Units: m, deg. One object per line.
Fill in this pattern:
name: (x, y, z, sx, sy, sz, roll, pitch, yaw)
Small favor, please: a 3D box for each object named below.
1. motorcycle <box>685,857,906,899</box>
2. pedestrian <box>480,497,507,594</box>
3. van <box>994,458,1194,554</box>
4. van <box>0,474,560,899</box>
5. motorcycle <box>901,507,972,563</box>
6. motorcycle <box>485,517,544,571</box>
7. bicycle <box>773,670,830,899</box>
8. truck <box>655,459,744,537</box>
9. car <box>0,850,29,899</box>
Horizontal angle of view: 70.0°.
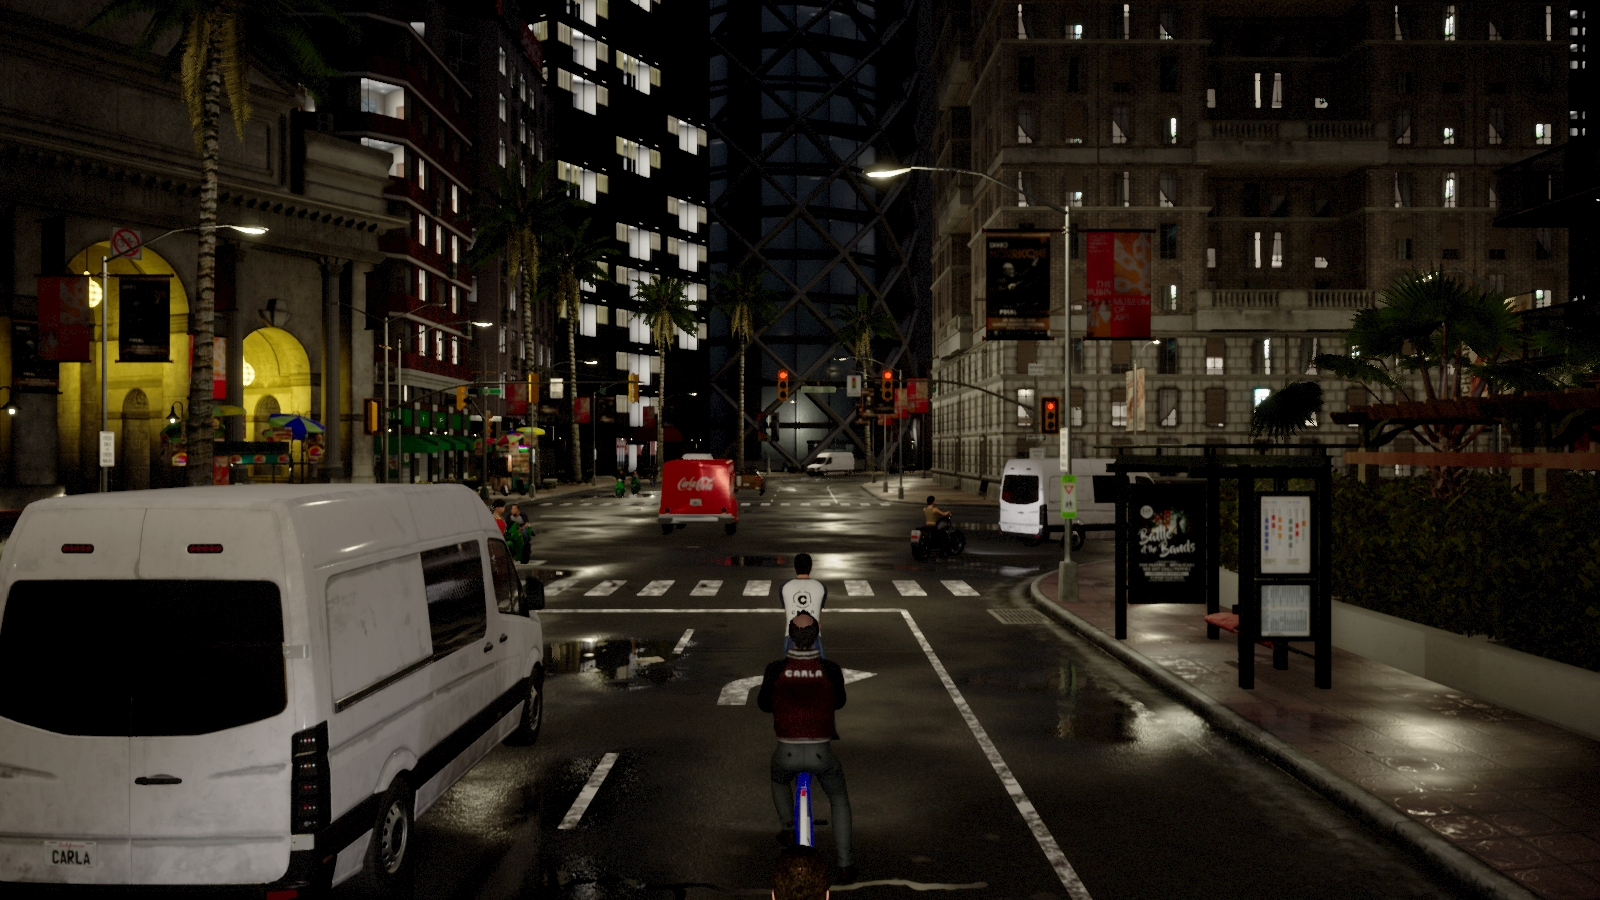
motorcycle: (-0.018, 2.213, 3.585, 0.803, 1.145, 2.033, 0, 0, 0)
pedestrian: (-5.971, 1.849, 22.278, 0.375, 1.860, 0.375, 0, 0, 17)
van: (8.628, 1.533, 33.308, 5.915, 2.561, 1.988, 0, 0, -29)
van: (-3.525, 1.534, 8.973, 1.988, 2.561, 5.915, 0, 0, 0)
motorcycle: (3.566, 2.169, 29.642, 0.764, 1.277, 2.356, 0, 0, 37)
motorcycle: (-6.760, 2.214, 27.124, 0.803, 1.145, 2.033, 0, -1, 3)
bicycle: (0.008, 2.210, 7.501, 0.329, 1.171, 1.835, 0, 0, 0)
truck: (-3.370, 1.571, 39.496, 2.627, 2.467, 5.204, 0, 0, 0)
car: (-3.487, 2.120, 2.971, 1.481, 1.376, 2.207, 0, 0, 0)
